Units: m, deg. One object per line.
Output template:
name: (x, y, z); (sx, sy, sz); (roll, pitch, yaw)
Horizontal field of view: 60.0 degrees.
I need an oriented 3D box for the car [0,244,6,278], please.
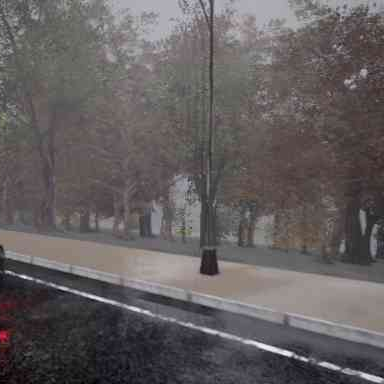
car: (-6.532, 1.469, 8.349); (4.892, 1.490, 1.837); (0, 0, 36)
